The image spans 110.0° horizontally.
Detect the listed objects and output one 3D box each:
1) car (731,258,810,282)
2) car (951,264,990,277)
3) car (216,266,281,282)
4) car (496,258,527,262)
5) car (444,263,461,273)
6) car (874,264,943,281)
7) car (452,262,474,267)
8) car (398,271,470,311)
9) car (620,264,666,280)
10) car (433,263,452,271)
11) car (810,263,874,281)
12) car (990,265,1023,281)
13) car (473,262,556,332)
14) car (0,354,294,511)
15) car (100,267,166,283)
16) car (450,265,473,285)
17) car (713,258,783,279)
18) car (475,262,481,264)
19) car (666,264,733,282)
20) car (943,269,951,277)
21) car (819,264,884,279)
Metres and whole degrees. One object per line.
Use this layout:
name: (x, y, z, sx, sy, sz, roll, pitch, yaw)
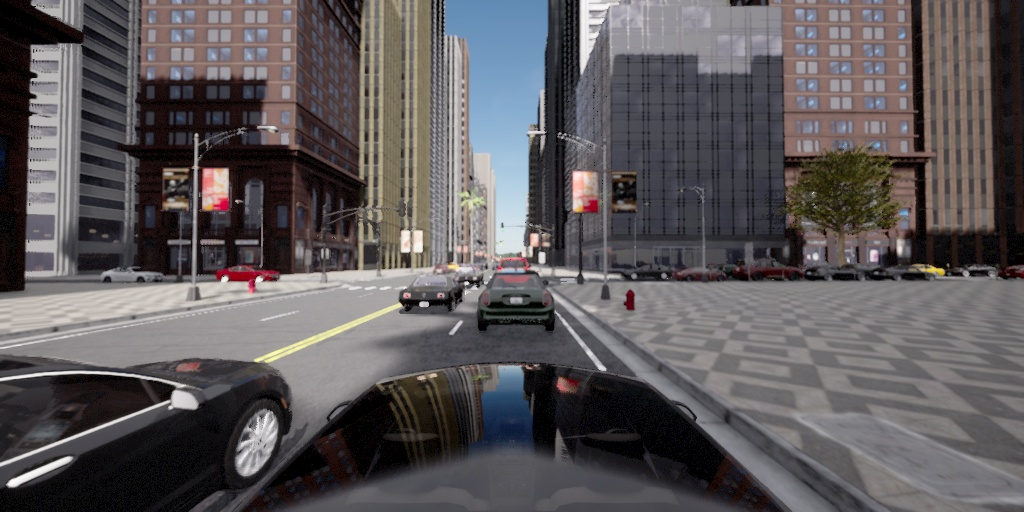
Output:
car: (21.011, 1.225, 29.590, 5.009, 1.841, 2.192, 0, 0, -1)
car: (49.092, 1.567, 38.496, 4.313, 1.339, 1.948, 0, 0, -1)
car: (-23.148, 1.609, 31.624, 5.008, 1.535, 1.882, 0, -1, 1)
car: (0.115, 1.180, 23.702, 2.150, 2.045, 5.566, 0, -1, 0)
car: (-9.704, 1.903, 58.953, 1.882, 1.535, 5.008, 0, -1, 0)
car: (32.285, 1.444, 29.743, 4.313, 1.339, 1.948, 0, 0, -1)
car: (-6.503, 1.883, 48.548, 1.895, 1.301, 4.718, 0, -1, 0)
car: (-3.122, 1.467, 15.020, 1.895, 1.301, 4.718, 0, -1, 0)
car: (13.172, 1.549, 35.264, 4.892, 1.490, 1.837, 0, -1, -1)
car: (-9.744, 1.825, 49.816, 1.812, 1.442, 4.674, 0, -1, -2)
car: (26.648, 1.460, 29.667, 4.313, 1.339, 1.948, 0, 0, -1)
car: (43.562, 1.398, 29.896, 4.507, 1.381, 1.888, 0, 0, -1)
car: (0.117, 1.183, 11.379, 2.097, 1.767, 4.553, 0, 0, 0)
car: (-3.149, 1.257, 1.701, 1.837, 1.490, 4.892, 0, 0, 0)
car: (-33.422, 1.704, 31.651, 4.674, 1.442, 1.812, 0, -1, 0)
car: (-3.105, 1.587, 26.736, 1.895, 1.301, 4.718, 0, 0, 0)
car: (23.212, 1.233, 35.412, 5.566, 2.045, 2.150, 0, -1, -2)
car: (-6.465, 2.008, 57.711, 1.895, 1.301, 4.718, 0, -1, 0)
car: (15.372, 1.511, 29.514, 4.207, 1.307, 1.802, 0, 0, -1)
car: (43.282, 1.537, 38.417, 4.829, 1.417, 1.751, 0, 0, -1)
car: (33.570, 1.508, 35.534, 4.674, 1.442, 1.812, 0, -1, -1)
